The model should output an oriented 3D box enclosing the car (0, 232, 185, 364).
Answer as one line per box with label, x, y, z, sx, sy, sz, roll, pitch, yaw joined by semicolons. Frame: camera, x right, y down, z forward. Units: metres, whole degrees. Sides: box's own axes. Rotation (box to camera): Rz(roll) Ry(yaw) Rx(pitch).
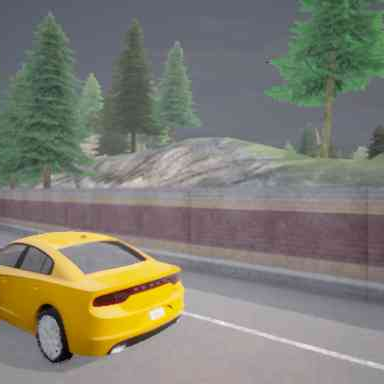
car;-2.423;1.467;5.952;5.008;1.535;1.882;0;0;38
